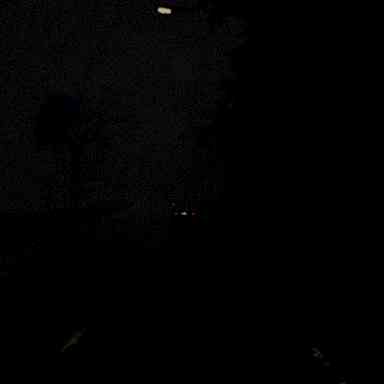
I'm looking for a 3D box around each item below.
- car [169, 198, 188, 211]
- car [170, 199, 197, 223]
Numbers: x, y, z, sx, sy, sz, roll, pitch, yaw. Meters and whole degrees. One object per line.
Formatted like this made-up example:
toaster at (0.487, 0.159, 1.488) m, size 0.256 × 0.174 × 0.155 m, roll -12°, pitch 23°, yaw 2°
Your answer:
car at (-1.769, 1.523, 41.438) m, size 2.033 × 1.411 × 5.357 m, roll 0°, pitch 0°, yaw -5°
car at (-0.613, 1.510, 24.955) m, size 2.033 × 1.411 × 5.357 m, roll 0°, pitch 0°, yaw -3°
